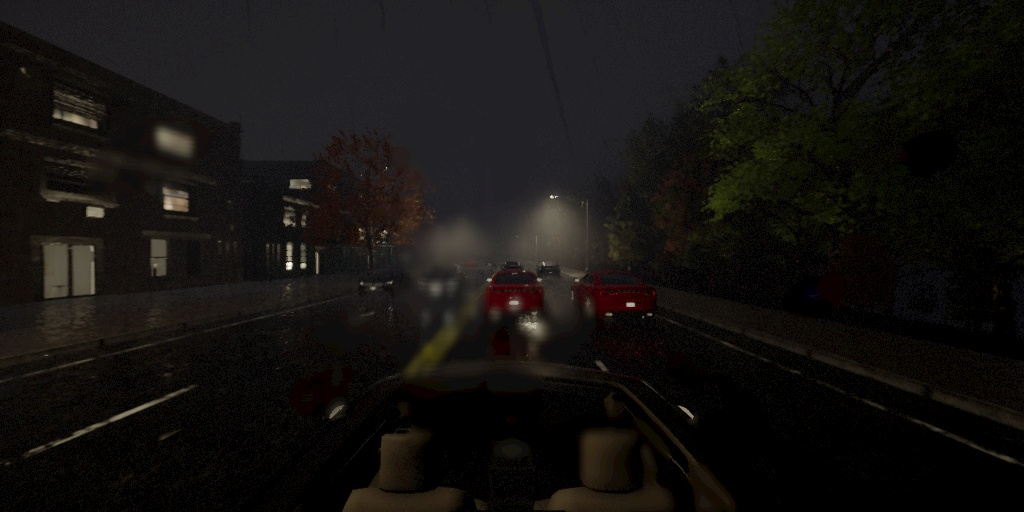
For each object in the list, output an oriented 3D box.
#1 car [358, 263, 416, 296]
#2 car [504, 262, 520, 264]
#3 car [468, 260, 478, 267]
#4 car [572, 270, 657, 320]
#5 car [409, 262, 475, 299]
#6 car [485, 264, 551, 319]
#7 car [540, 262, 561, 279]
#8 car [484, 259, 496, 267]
[{"bbox_3d":[-6.608,1.273,19.374,1.812,1.442,4.674,0,0,0],"label":"car"},{"bbox_3d":[-0.008,1.250,32.590,1.837,1.490,4.892,0,0,-1],"label":"car"},{"bbox_3d":[-7.109,1.388,63.828,1.895,1.301,4.718,0,0,-1],"label":"car"},{"bbox_3d":[3.350,1.226,12.594,1.882,1.535,5.008,0,0,0],"label":"car"},{"bbox_3d":[-3.357,1.239,18.200,2.128,1.511,4.902,0,0,0],"label":"car"},{"bbox_3d":[0.101,1.226,12.801,1.882,1.535,5.008,0,0,0],"label":"car"},{"bbox_3d":[3.247,1.237,32.250,2.128,1.511,4.902,0,0,-1],"label":"car"},{"bbox_3d":[-3.860,1.281,63.876,1.812,1.442,4.674,0,0,-1],"label":"car"}]
